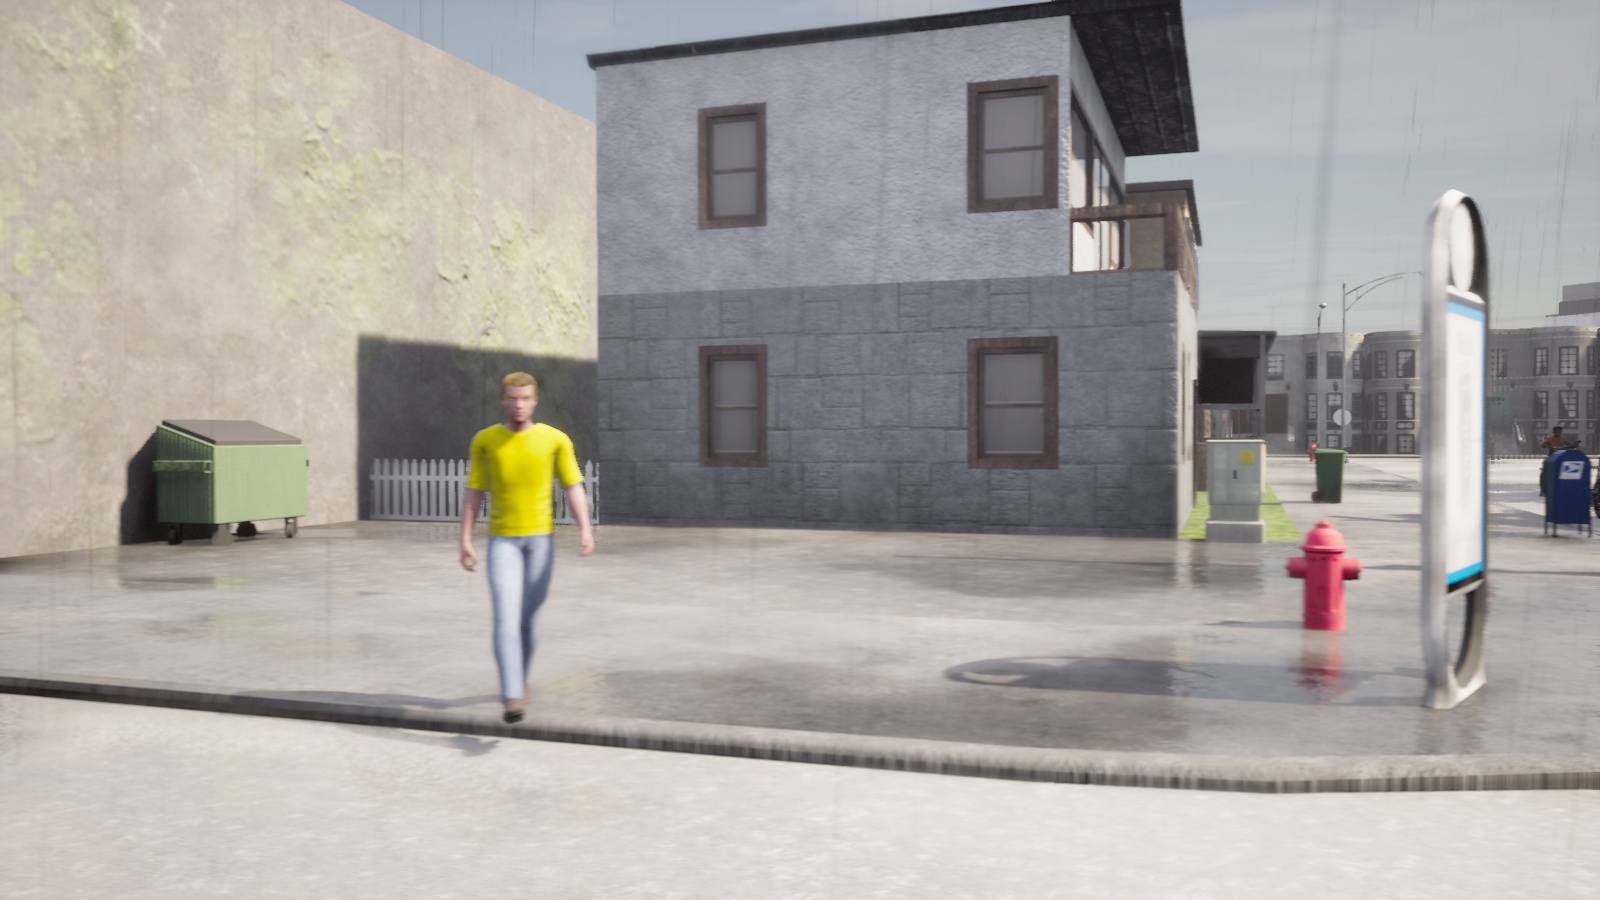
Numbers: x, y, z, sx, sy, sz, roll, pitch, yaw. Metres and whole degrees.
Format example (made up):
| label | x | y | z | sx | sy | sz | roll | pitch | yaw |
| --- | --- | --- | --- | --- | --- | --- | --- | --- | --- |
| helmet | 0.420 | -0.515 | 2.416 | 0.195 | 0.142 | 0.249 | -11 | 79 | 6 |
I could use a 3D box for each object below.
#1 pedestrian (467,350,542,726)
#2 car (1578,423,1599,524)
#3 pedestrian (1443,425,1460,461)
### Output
| label | x | y | z | sx | sy | sz | roll | pitch | yaw |
| --- | --- | --- | --- | --- | --- | --- | --- | --- | --- |
| pedestrian | -1.518 | 0.427 | 6.507 | 0.354 | 1.836 | 0.706 | 0 | 1 | -11 |
| car | 14.040 | 0.413 | 19.646 | 2.242 | 1.667 | 4.611 | 1 | 1 | 20 |
| pedestrian | 33.662 | -0.365 | 64.912 | 0.726 | 1.842 | 0.402 | 1 | 1 | 23 |
